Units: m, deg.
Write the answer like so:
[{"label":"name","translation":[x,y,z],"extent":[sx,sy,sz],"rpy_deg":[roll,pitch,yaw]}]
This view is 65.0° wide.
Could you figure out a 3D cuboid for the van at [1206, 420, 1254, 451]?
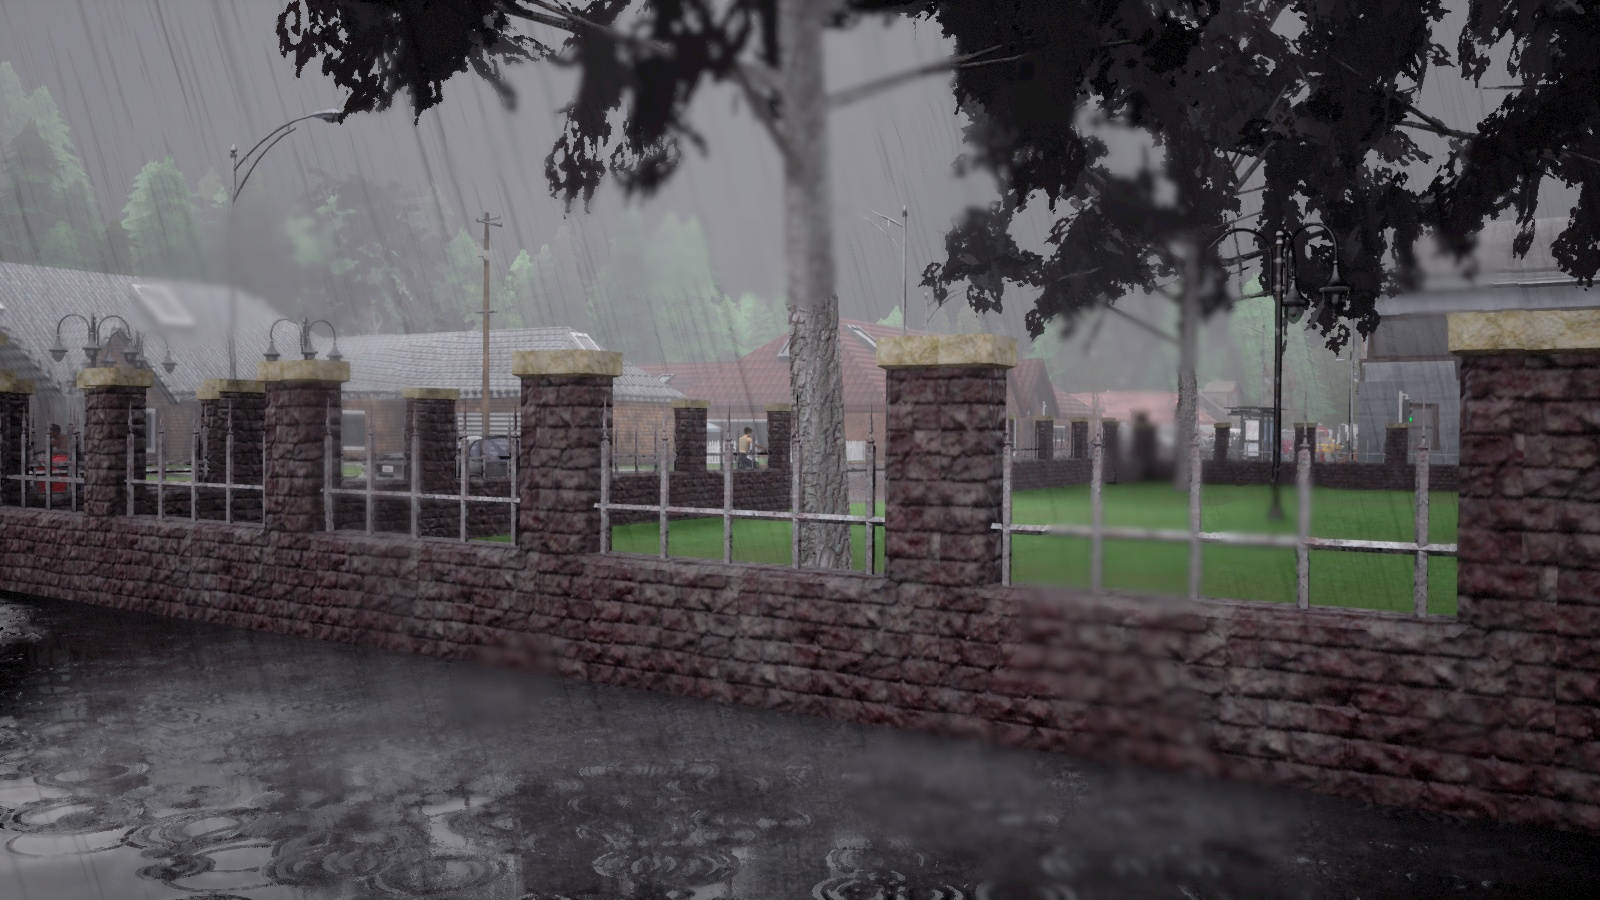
[{"label":"van","translation":[29.658,-0.996,86.589],"extent":[2.069,2.038,4.480],"rpy_deg":[0,1,33]}]

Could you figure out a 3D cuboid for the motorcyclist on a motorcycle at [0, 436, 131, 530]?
[{"label":"motorcyclist on a motorcycle","translation":[-12.822,0.533,21.717],"extent":[0.797,1.523,2.044],"rpy_deg":[0,1,33]}]

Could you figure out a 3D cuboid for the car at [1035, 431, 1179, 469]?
[{"label":"car","translation":[11.981,-0.001,49.160],"extent":[5.357,1.411,2.033],"rpy_deg":[0,1,14]}]

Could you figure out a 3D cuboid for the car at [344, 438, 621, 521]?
[{"label":"car","translation":[-6.040,0.496,24.689],"extent":[2.033,1.411,5.357],"rpy_deg":[0,1,32]}]

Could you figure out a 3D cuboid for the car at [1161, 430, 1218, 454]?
[{"label":"car","translation":[24.409,-0.515,78.576],"extent":[2.033,1.411,5.357],"rpy_deg":[0,1,33]}]

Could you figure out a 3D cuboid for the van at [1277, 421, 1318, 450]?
[{"label":"van","translation":[34.197,-1.003,86.217],"extent":[1.775,1.987,4.442],"rpy_deg":[0,1,33]}]
